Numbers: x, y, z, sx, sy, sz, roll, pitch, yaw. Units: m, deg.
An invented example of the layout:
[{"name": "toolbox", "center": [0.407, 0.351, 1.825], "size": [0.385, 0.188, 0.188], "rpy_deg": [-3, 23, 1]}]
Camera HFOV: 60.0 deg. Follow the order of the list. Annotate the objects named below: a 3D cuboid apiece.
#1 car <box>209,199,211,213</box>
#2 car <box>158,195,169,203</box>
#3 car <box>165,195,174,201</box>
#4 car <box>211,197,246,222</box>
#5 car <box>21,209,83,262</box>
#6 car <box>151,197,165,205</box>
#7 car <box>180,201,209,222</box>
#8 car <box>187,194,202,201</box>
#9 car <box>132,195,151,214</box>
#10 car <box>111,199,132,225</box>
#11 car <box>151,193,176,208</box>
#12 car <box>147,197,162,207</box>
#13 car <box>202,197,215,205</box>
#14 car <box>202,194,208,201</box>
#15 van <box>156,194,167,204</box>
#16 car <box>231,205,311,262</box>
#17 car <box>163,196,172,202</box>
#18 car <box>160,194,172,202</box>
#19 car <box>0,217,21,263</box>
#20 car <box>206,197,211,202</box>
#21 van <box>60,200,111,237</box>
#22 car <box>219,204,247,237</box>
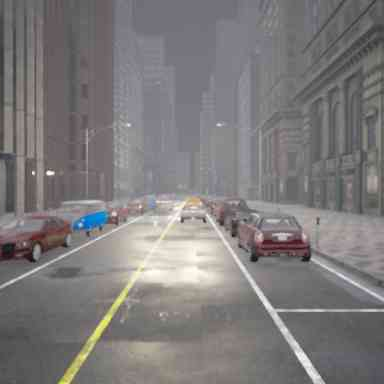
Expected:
[{"name": "car", "center": [2.756, 1.537, 28.983], "size": [1.887, 1.381, 4.507], "rpy_deg": [0, 0, 0]}, {"name": "car", "center": [-5.777, 1.431, 68.429], "size": [1.967, 1.590, 4.097], "rpy_deg": [0, 0, 0]}, {"name": "car", "center": [-5.779, 1.560, 85.339], "size": [1.947, 1.339, 4.313], "rpy_deg": [0, 0, 0]}, {"name": "car", "center": [2.756, 1.309, 23.347], "size": [2.192, 1.841, 5.009], "rpy_deg": [0, 0, 0]}, {"name": "car", "center": [-5.767, 1.542, 12.063], "size": [1.887, 1.381, 4.507], "rpy_deg": [0, 0, 0]}, {"name": "car", "center": [-5.774, 1.539, 57.156], "size": [2.008, 1.369, 4.403], "rpy_deg": [0, 0, 0]}, {"name": "car", "center": [0.097, 1.594, 25.864], "size": [1.895, 1.301, 4.718], "rpy_deg": [0, 0, 0]}, {"name": "car", "center": [0.091, 1.466, 46.449], "size": [1.882, 1.535, 5.008], "rpy_deg": [0, 0, 0]}, {"name": "car", "center": [-5.771, 1.431, 34.610], "size": [1.967, 1.590, 4.097], "rpy_deg": [0, 0, 0]}, {"name": "car", "center": [-5.769, 1.434, 23.336], "size": [1.967, 1.590, 4.097], "rpy_deg": [0, 0, 0]}, {"name": "car", "center": [-3.006, 1.169, 35.856], "size": [1.812, 1.442, 4.674], "rpy_deg": [0, 0, 0]}, {"name": "car", "center": [-5.773, 1.514, 51.350], "size": [1.752, 1.417, 4.829], "rpy_deg": [0, 0, 0]}, {"name": "car", "center": [2.751, 1.554, 57.164], "size": [1.947, 1.339, 4.313], "rpy_deg": [0, 0, 0]}, {"name": "car", "center": [2.752, 1.429, 45.891], "size": [1.967, 1.590, 4.097], "rpy_deg": [0, 0, 0]}, {"name": "van", "center": [-5.776, 1.330, 62.793], "size": [1.690, 1.788, 3.998], "rpy_deg": [0, 0, 0]}, {"name": "car", "center": [2.758, 1.437, 12.074], "size": [1.967, 1.590, 4.097], "rpy_deg": [0, 0, 0]}, {"name": "car", "center": [-5.778, 1.559, 79.703], "size": [1.947, 1.339, 4.313], "rpy_deg": [0, 0, 0]}, {"name": "car", "center": [-5.778, 1.307, 74.066], "size": [2.192, 1.841, 5.009], "rpy_deg": [0, 0, 0]}, {"name": "car", "center": [-5.767, 1.313, 6.426], "size": [2.192, 1.841, 5.009], "rpy_deg": [0, 0, 0]}, {"name": "car", "center": [2.755, 1.557, 34.620], "size": [1.947, 1.339, 4.313], "rpy_deg": [0, 0, 0]}, {"name": "van", "center": [-5.768, 1.336, 17.700], "size": [1.690, 1.788, 3.998], "rpy_deg": [0, 0, 0]}, {"name": "car", "center": [2.757, 1.561, 17.710], "size": [1.947, 1.339, 4.313], "rpy_deg": [0, 0, 0]}]
